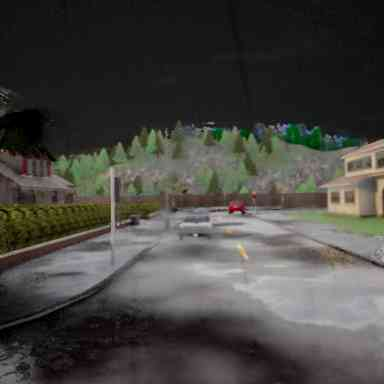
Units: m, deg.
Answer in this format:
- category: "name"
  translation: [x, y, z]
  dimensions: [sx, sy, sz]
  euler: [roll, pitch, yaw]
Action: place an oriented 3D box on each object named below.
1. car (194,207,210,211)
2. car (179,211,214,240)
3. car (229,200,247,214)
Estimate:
- category: "car"
  translation: [0.888, 2.153, 30.322]
  dimensions: [1.837, 1.490, 4.892]
  euler: [-1, -1, 3]
- category: "car"
  translation: [0.313, 2.034, 19.942]
  dimensions: [1.895, 1.301, 4.718]
  euler: [-1, -1, 3]
- category: "car"
  translation: [6.743, 2.186, 48.945]
  dimensions: [2.150, 2.045, 5.566]
  euler: [-1, -1, 14]
